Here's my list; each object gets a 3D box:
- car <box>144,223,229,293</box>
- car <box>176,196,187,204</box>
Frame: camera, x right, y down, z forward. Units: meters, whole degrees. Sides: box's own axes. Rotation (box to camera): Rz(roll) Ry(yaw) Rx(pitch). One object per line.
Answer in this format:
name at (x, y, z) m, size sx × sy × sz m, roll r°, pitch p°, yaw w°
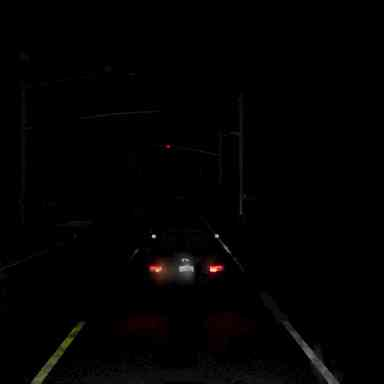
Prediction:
car at (-0.175, 1.547, 8.984) m, size 2.033 × 1.411 × 5.357 m, roll 0°, pitch 0°, yaw -1°
car at (-1.980, 1.526, 63.454) m, size 1.812 × 1.442 × 4.674 m, roll 0°, pitch 0°, yaw -2°
